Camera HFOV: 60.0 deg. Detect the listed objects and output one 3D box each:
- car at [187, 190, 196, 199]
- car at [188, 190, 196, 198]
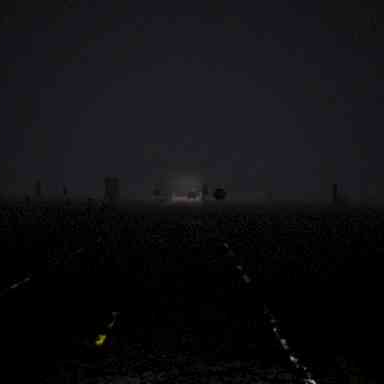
[{"bbox_3d":[-0.021,0.808,80.086,2.097,1.767,4.553,0,0,0],"label":"car"},{"bbox_3d":[-0.024,0.498,90.150,2.150,2.045,5.566,0,0,0],"label":"car"}]
